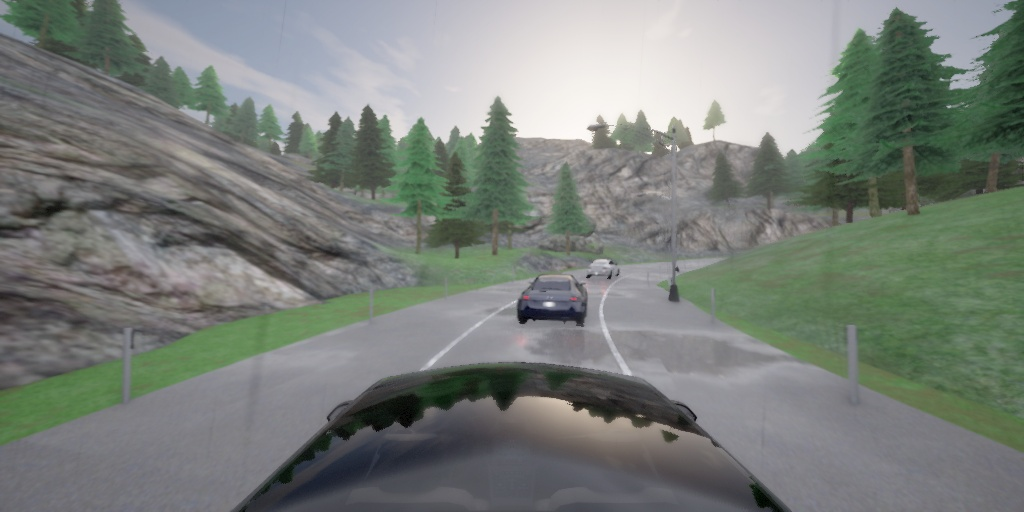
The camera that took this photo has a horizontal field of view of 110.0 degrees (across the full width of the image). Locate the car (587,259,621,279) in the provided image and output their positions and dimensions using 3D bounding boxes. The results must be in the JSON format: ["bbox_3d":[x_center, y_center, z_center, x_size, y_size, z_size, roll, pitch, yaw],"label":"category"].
[{"bbox_3d":[7.184,0.980,28.169,1.812,1.442,4.674,0,1,27],"label":"car"}]

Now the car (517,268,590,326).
[{"bbox_3d":[1.432,1.265,11.680,1.994,1.385,4.181,0,1,12],"label":"car"}]
